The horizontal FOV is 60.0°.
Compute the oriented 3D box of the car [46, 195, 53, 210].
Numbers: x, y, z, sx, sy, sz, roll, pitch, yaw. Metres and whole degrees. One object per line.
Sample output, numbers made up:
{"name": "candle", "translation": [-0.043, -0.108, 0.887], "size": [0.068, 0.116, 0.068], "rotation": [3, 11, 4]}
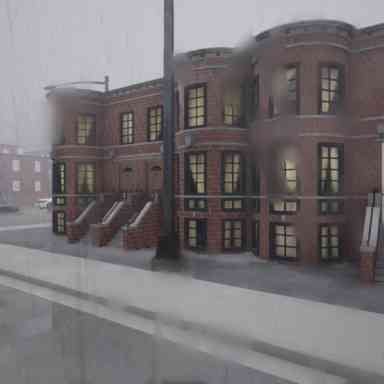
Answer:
{"name": "car", "translation": [-14.961, 1.478, 41.406], "size": [1.882, 1.535, 5.008], "rotation": [0, 0, 36]}

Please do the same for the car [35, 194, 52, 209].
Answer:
{"name": "car", "translation": [-17.592, 1.221, 43.743], "size": [2.150, 2.045, 5.566], "rotation": [0, 0, 36]}

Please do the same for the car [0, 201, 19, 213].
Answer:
{"name": "car", "translation": [-20.120, 1.564, 34.188], "size": [1.994, 1.385, 4.181], "rotation": [0, 0, 36]}
